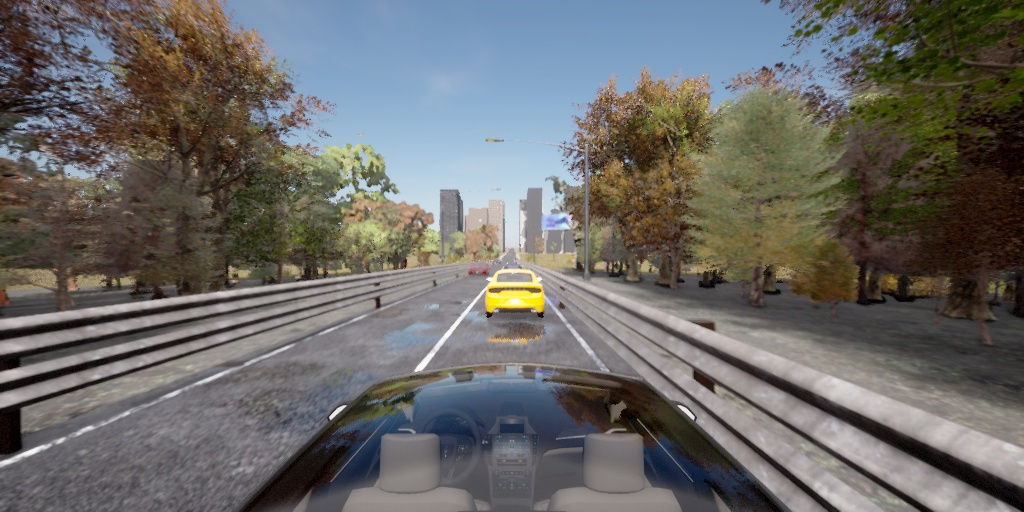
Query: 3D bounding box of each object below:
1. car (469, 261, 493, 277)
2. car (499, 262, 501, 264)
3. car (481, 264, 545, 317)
[{"bbox_3d":[-3.355,1.343,37.388,1.882,1.535,5.008,0,0,0],"label":"car"},{"bbox_3d":[0.086,1.396,32.158,1.994,1.385,4.181,0,0,0],"label":"car"},{"bbox_3d":[0.093,1.220,13.181,1.882,1.535,5.008,0,0,0],"label":"car"}]
